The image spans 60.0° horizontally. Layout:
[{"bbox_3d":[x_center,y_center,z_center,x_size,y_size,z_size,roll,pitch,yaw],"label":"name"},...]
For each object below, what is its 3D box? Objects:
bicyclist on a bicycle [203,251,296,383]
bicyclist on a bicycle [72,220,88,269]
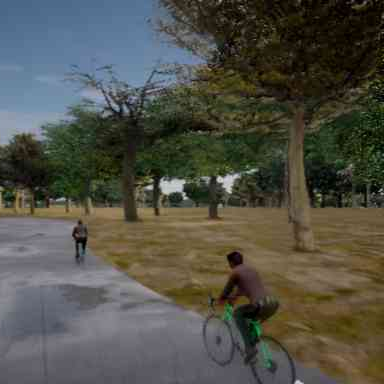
[{"bbox_3d":[0.662,1.624,4.352,0.582,1.620,1.656,2,-3,-36],"label":"bicyclist on a bicycle"},{"bbox_3d":[-3.926,1.818,11.660,0.582,1.620,1.656,2,-3,-29],"label":"bicyclist on a bicycle"}]
